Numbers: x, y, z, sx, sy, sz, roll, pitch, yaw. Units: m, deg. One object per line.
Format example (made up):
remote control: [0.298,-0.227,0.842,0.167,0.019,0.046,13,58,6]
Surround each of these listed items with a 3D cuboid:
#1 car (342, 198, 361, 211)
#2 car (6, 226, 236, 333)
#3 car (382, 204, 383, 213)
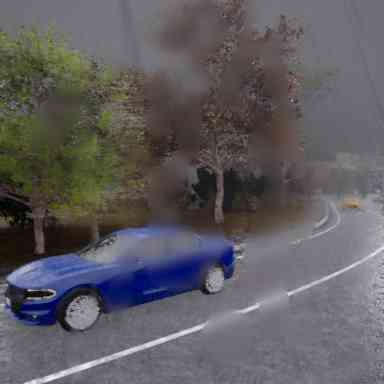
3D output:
car: [20.082,1.543,42.029,1.882,1.535,5.008,-1,-1,22]
car: [-1.185,1.551,7.194,5.008,1.535,1.882,0,-1,-41]
car: [20.704,1.536,33.809,2.033,1.411,5.357,-1,0,22]
